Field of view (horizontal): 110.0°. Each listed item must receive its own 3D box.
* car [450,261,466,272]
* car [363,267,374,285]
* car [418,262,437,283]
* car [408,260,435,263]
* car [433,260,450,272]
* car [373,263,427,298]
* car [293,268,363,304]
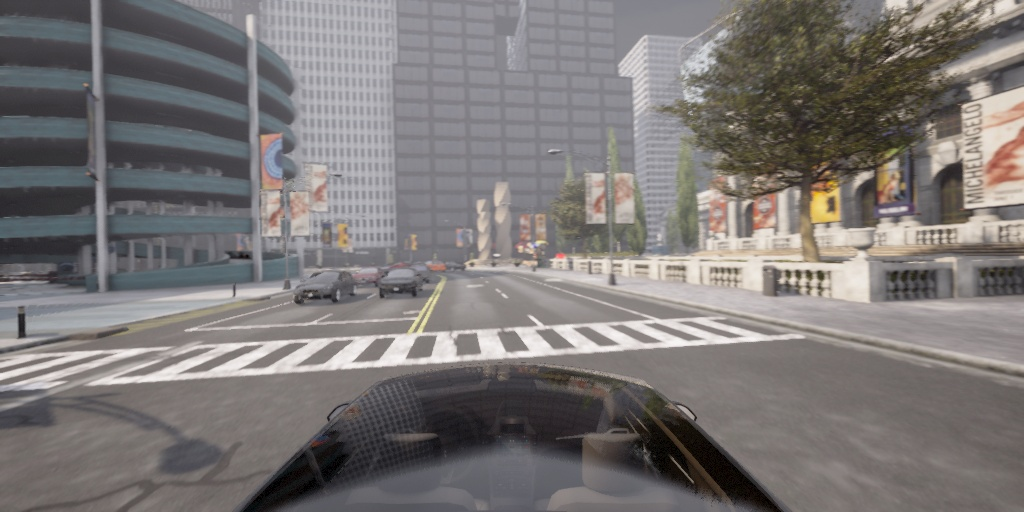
[{"bbox_3d":[-8.544,1.475,52.455,1.837,1.490,4.892,-1,0,-37],"label":"car"},{"bbox_3d":[-10.843,1.557,27.507,1.812,1.442,4.674,-1,0,-9],"label":"car"},{"bbox_3d":[-7.688,1.497,29.945,2.033,1.411,5.357,-1,0,-9],"label":"car"},{"bbox_3d":[-10.111,1.517,39.753,1.837,1.490,4.892,-1,0,-20],"label":"car"},{"bbox_3d":[-10.924,1.385,49.749,2.097,1.767,4.553,-1,0,-34],"label":"car"},{"bbox_3d":[-6.137,1.387,20.245,1.882,1.535,5.008,-1,0,-9],"label":"car"},{"bbox_3d":[-9.393,1.499,18.423,1.837,1.490,4.892,-1,0,-9],"label":"car"}]
